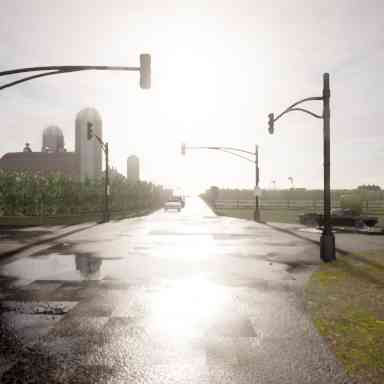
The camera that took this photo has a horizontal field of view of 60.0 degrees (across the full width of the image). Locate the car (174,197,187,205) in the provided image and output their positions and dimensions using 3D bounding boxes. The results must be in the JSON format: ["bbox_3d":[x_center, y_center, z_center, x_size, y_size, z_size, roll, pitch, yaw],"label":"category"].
[{"bbox_3d":[-2.060,1.621,60.168,2.033,1.411,5.357,0,0,1],"label":"car"}]

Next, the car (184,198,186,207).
[{"bbox_3d":[-2.177,1.406,49.987,2.097,1.767,4.553,0,0,1],"label":"car"}]

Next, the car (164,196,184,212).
[{"bbox_3d":[-2.271,1.565,40.160,1.812,1.442,4.674,0,0,1],"label":"car"}]

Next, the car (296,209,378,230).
[{"bbox_3d":[9.308,1.737,21.804,4.718,1.301,1.895,1,-2,10],"label":"car"}]
